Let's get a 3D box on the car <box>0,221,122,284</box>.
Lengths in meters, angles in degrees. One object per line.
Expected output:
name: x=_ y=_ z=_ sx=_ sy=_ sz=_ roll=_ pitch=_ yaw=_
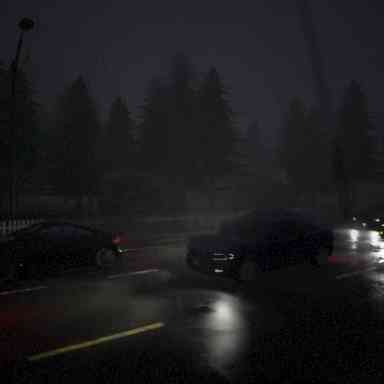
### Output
car: x=-4.178 y=1.558 z=9.606 sx=4.181 sy=1.385 sz=1.994 roll=0 pitch=0 yaw=-35

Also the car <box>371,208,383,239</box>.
car: x=10.717 y=1.566 z=15.873 sx=4.181 sy=1.385 sz=1.994 roll=0 pitch=0 yaw=-36

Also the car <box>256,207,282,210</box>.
car: x=3.434 y=1.475 z=14.998 sx=5.008 sy=1.535 sz=1.882 roll=0 pitch=0 yaw=-35

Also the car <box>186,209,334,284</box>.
car: x=2.142 y=1.476 z=9.796 sx=5.008 sy=1.535 sz=1.882 roll=0 pitch=0 yaw=-35

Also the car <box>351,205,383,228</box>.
car: x=12.424 y=1.549 z=21.353 sx=5.357 sy=1.411 sz=2.033 roll=0 pitch=0 yaw=-35
